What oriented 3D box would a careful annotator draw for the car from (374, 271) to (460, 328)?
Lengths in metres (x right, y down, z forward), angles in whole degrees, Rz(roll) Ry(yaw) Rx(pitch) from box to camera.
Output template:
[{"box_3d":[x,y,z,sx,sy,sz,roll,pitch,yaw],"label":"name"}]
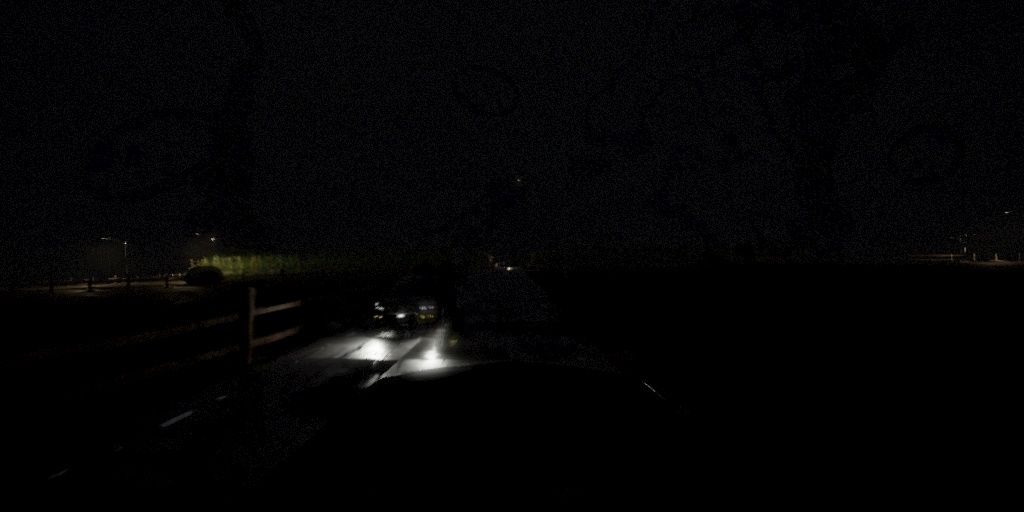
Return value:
[{"box_3d":[-2.850,1.288,11.630,1.837,1.490,4.892,0,0,0],"label":"car"}]
